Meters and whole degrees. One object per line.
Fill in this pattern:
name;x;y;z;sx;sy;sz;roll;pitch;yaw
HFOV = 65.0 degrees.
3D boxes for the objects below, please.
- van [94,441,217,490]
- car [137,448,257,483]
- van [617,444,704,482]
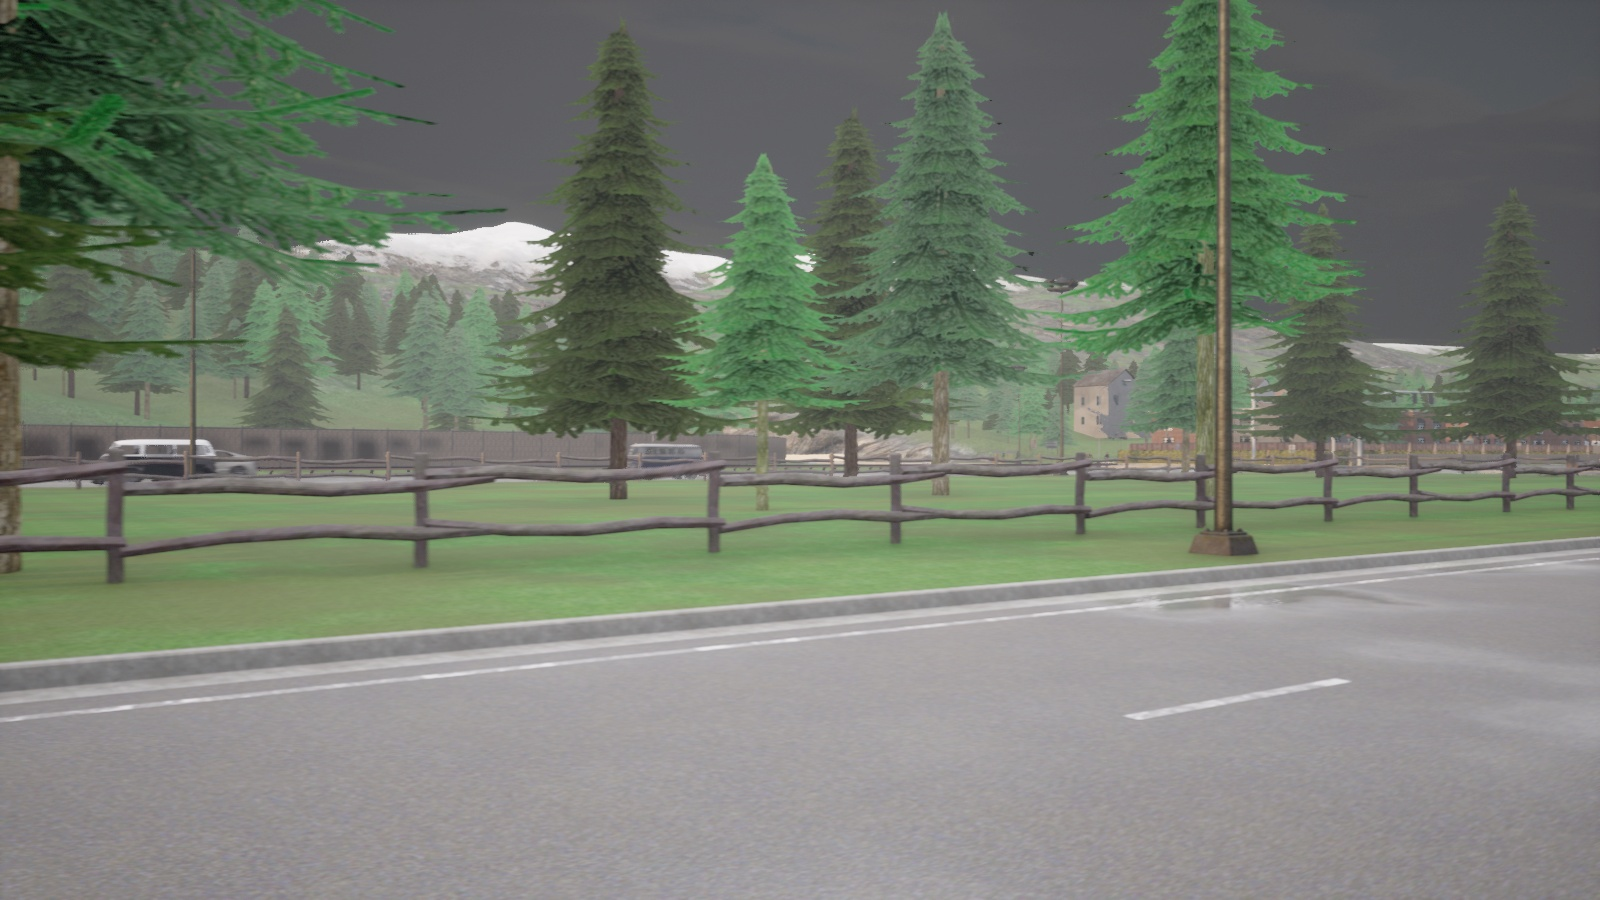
van;-27.862;0.662;54.341;4.480;2.038;2.069;0;0;-35
car;-29.593;0.737;61.675;5.027;1.651;2.152;0;0;-35
van;-7.588;0.682;68.549;4.442;1.987;1.775;0;0;-35
